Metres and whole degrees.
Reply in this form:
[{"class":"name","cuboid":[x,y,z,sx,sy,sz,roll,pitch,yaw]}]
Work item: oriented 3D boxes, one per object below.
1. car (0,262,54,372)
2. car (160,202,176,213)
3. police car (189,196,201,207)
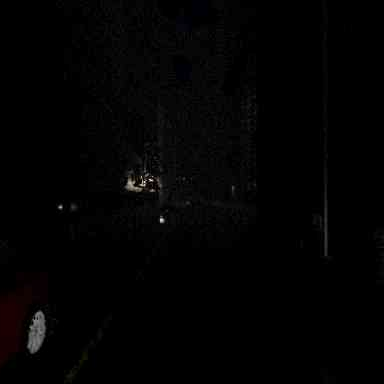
[{"class":"car","cuboid":[-3.089,1.510,3.198,1.882,1.535,5.008,0,-1,0]},{"class":"car","cuboid":[-3.094,2.025,43.560,1.895,1.301,4.718,0,-1,0]},{"class":"police car","cuboid":[0.898,2.161,69.467,1.930,1.638,5.238,0,-1,0]}]
